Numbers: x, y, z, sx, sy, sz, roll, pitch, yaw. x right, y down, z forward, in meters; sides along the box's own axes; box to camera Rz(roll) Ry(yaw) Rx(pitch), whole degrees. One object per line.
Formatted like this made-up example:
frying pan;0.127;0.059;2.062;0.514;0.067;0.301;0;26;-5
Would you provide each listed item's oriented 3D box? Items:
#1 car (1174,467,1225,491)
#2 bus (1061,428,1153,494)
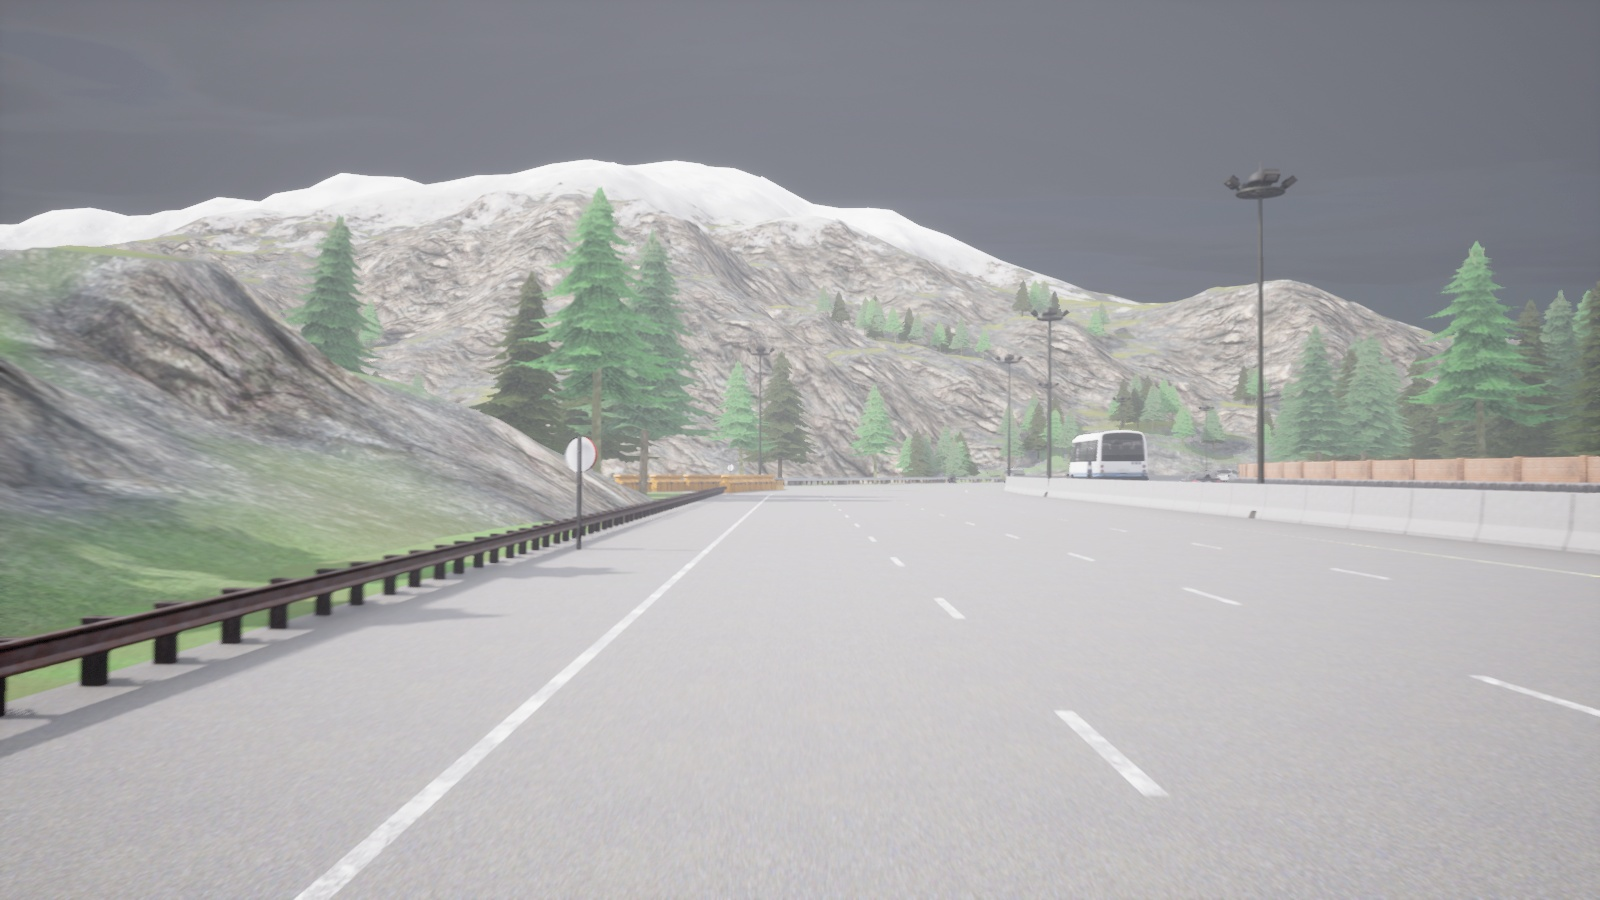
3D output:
car;27.994;2.026;88.145;2.242;1.667;4.611;0;-1;3
bus;20.905;0.802;86.300;3.944;4.253;10.273;-1;-1;1
